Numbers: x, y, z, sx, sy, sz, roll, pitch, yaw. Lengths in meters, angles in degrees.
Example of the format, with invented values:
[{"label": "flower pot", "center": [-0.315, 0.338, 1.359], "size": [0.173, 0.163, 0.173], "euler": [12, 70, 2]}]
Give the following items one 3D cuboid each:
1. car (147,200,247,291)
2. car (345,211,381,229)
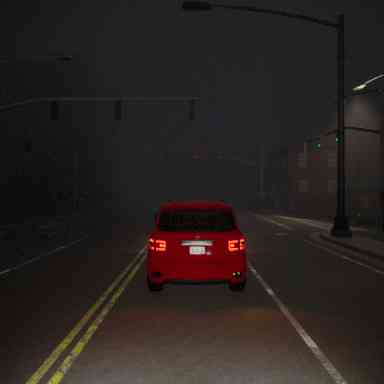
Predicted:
[{"label": "car", "center": [0.098, 1.221, 9.118], "size": [2.150, 2.045, 5.566], "euler": [0, 0, 0]}, {"label": "car", "center": [15.426, 2.488, 29.717], "size": [4.902, 1.511, 2.128], "euler": [8, 0, 0]}]
